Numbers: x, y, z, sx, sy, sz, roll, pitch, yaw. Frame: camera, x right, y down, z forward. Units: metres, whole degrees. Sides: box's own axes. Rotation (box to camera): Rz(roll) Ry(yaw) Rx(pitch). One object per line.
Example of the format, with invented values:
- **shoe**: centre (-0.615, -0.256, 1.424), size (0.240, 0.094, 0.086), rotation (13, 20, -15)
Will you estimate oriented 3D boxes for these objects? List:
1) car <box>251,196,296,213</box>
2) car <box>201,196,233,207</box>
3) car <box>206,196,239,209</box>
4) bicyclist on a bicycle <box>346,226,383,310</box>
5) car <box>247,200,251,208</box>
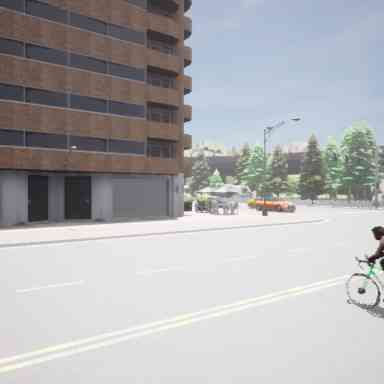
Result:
- **car**: centre (9.220, 1.296, 36.753), size (2.097, 1.767, 4.553), rotation (0, 0, -33)
- **car**: centre (3.707, 1.422, 50.733), size (1.882, 1.535, 5.008), rotation (0, 0, -39)
- **car**: centre (3.968, 1.491, 44.688), size (2.033, 1.411, 5.357), rotation (0, 0, -34)
- **bicyclist on a bicycle**: centre (3.561, 1.453, 6.040), size (0.582, 1.620, 1.656), rotation (0, -1, -34)
- **car**: centre (9.327, 1.422, 42.873), size (1.882, 1.535, 5.008), rotation (0, 0, -34)
